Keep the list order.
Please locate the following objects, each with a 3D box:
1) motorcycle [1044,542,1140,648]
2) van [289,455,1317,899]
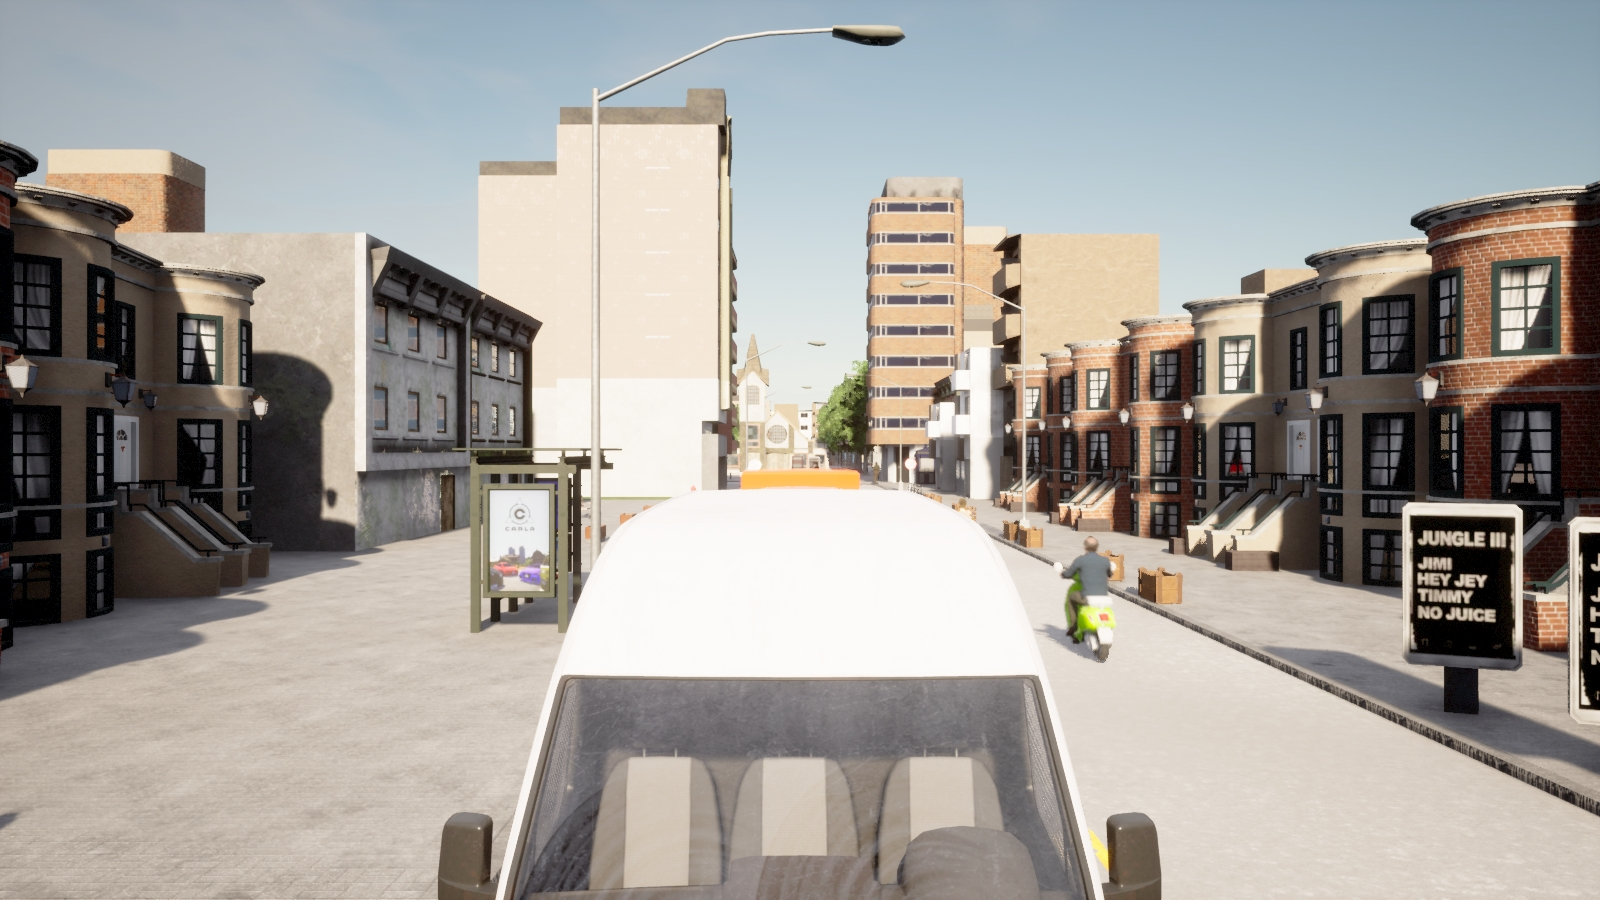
[{"bbox_3d":[4.002,1.968,15.808,0.856,1.236,1.805,0,0,0],"label":"motorcycle"},{"bbox_3d":[0.007,1.317,5.167,1.988,2.561,5.915,0,0,0],"label":"van"}]
